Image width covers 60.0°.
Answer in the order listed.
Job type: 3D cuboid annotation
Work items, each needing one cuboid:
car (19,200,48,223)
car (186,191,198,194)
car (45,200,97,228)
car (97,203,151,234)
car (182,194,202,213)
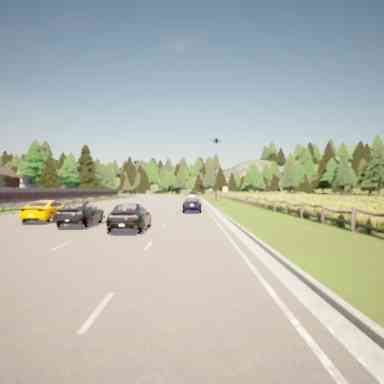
[{"bbox_3d":[-10.396,1.328,23.865,1.882,1.535,5.008,0,0,0],"label":"car"},{"bbox_3d":[0.011,0.864,65.993,2.150,2.045,5.566,0,0,0],"label":"car"},{"bbox_3d":[-6.897,1.361,20.802,2.128,1.511,4.902,0,0,0],"label":"car"},{"bbox_3d":[-3.396,1.375,18.489,2.128,1.511,4.902,0,0,0],"label":"car"},{"bbox_3d":[0.020,1.303,34.242,2.163,1.488,4.792,0,0,0],"label":"car"}]
